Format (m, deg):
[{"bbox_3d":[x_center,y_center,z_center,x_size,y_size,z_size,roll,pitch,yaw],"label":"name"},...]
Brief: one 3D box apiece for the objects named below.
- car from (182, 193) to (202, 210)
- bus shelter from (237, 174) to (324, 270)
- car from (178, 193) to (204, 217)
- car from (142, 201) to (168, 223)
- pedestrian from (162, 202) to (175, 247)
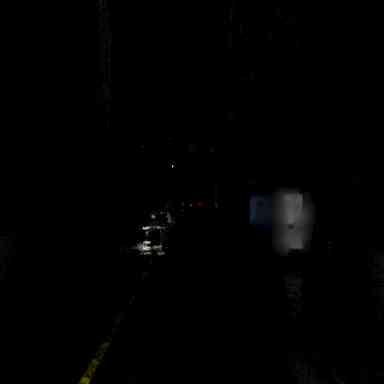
[{"bbox_3d":[0.065,1.204,44.983,2.150,2.045,5.566,0,0,6],"label":"car"},{"bbox_3d":[2.817,0.872,11.512,1.920,2.740,3.880,0,0,0],"label":"bus shelter"},{"bbox_3d":[-0.089,1.213,31.139,2.150,2.045,5.566,0,0,0],"label":"car"},{"bbox_3d":[-2.731,1.483,25.866,2.128,1.511,4.902,0,0,0],"label":"car"},{"bbox_3d":[-0.897,1.289,13.404,0.375,1.860,0.375,0,0,-10],"label":"pedestrian"}]
